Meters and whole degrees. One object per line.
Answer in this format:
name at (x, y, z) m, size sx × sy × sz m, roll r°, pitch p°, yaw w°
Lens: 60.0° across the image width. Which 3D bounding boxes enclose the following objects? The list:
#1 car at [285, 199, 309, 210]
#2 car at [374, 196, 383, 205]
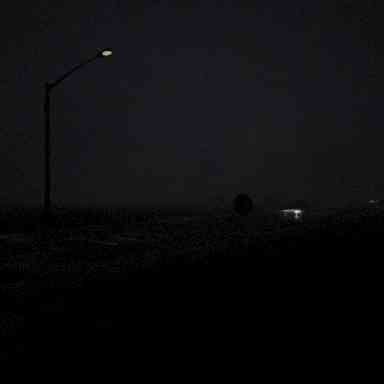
car at (14.536, 1.716, 45.732) m, size 1.837 × 1.490 × 4.892 m, roll 0°, pitch 2°, yaw 39°
car at (33.941, 1.618, 58.341) m, size 1.812 × 1.442 × 4.674 m, roll 0°, pitch 0°, yaw 39°
